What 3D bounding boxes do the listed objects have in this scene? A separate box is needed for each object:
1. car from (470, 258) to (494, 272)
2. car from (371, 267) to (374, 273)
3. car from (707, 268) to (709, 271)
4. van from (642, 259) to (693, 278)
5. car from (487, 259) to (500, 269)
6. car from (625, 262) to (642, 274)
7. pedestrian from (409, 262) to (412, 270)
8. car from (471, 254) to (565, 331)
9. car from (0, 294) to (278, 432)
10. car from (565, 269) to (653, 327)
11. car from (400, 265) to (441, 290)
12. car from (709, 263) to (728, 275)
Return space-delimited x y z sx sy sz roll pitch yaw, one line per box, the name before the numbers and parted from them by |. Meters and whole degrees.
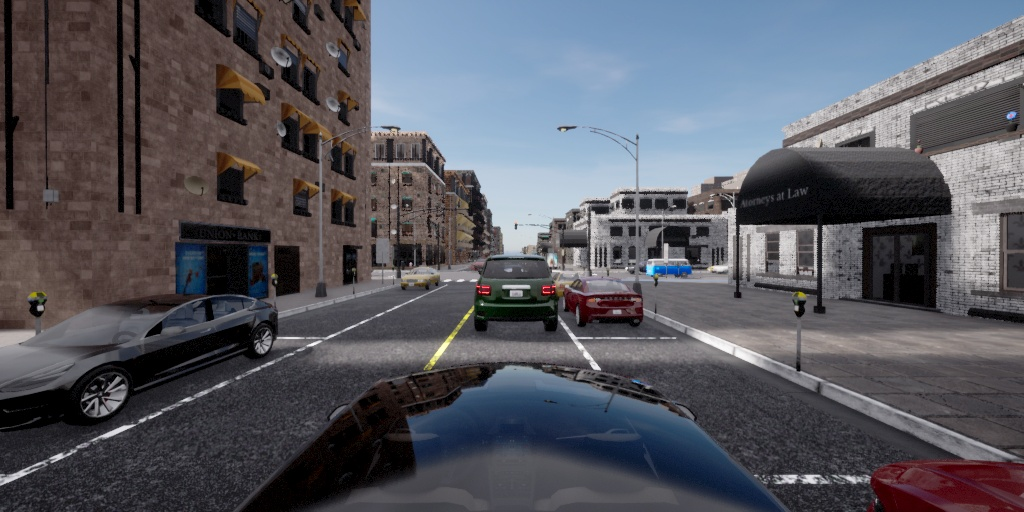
car | -3.778 1.101 46.041 2.097 1.767 4.553 0 -1 10
car | -16.453 1.346 35.938 4.718 1.301 1.895 0 0 0
car | 25.518 1.324 42.010 4.829 1.417 1.751 0 0 0
van | 14.682 1.166 33.558 3.998 1.789 1.690 0 0 0
car | -3.028 1.291 59.746 1.837 1.490 4.892 0 -1 0
car | 14.957 1.279 39.358 4.902 1.511 2.128 0 0 -2
pedestrian | -12.595 1.215 44.699 0.500 1.100 0.500 0 0 0
car | 0.105 0.972 11.076 2.150 2.045 5.566 0 0 0
car | -5.688 1.315 5.720 1.948 1.339 4.313 0 0 0
car | 2.697 1.295 11.404 1.888 1.381 4.507 0 0 0
car | -5.674 1.279 22.639 1.751 1.417 4.829 0 0 0
car | 24.799 1.414 39.412 4.718 1.301 1.895 0 0 0
